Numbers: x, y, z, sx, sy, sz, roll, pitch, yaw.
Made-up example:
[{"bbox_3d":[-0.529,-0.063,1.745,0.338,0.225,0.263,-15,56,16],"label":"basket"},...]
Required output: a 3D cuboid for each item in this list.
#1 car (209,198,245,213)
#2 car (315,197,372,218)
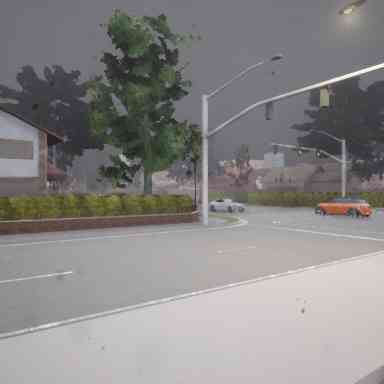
[{"bbox_3d":[3.737,1.434,36.320,1.812,1.442,4.674,0,0,-36],"label":"car"},{"bbox_3d":[13.250,1.279,29.429,2.097,1.767,4.553,0,0,-35],"label":"car"}]
